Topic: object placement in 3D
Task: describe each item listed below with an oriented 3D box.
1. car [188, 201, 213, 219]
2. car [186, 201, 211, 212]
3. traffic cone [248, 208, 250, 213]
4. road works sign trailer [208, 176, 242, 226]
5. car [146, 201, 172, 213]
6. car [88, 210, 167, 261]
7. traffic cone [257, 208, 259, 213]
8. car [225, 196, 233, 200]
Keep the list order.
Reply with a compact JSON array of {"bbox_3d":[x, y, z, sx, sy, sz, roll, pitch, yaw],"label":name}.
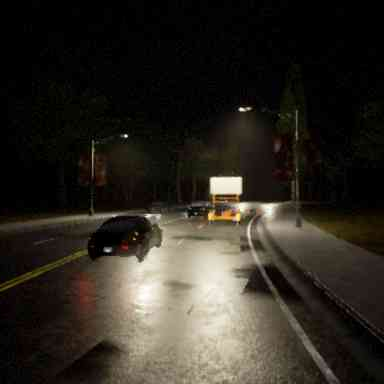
[{"bbox_3d":[0.939,1.648,30.838,2.128,1.511,4.902,0,0,14],"label":"car"},{"bbox_3d":[0.919,1.831,43.305,1.895,1.301,4.718,-1,0,18],"label":"car"},{"bbox_3d":[6.370,2.108,37.455,0.340,0.580,0.340,-1,0,14],"label":"traffic cone"},{"bbox_3d":[2.572,0.588,25.007,2.380,3.560,2.880,0,0,14],"label":"road works sign trailer"},{"bbox_3d":[-3.814,1.799,38.906,1.994,1.385,4.181,-1,0,16],"label":"car"},{"bbox_3d":[-2.345,1.607,12.509,1.812,1.442,4.674,0,0,6],"label":"car"},{"bbox_3d":[7.338,2.099,37.209,0.340,0.580,0.340,-1,0,15],"label":"traffic cone"},{"bbox_3d":[8.749,1.573,78.576,1.812,1.442,4.674,-1,-1,18],"label":"car"}]
